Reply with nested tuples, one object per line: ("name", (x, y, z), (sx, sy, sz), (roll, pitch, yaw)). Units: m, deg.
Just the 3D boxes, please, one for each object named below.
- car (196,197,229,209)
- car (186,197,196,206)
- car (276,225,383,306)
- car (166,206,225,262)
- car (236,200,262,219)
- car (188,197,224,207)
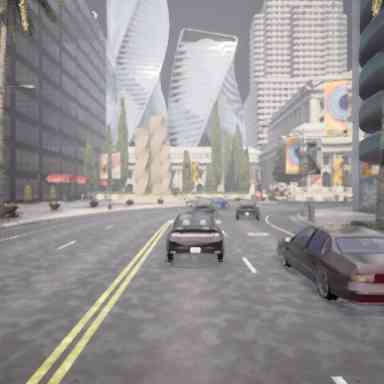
("car", (2.901, 1.413, 41.804), (1.882, 1.535, 5.008), (0, 0, 33))
("car", (1.065, 1.422, 45.292), (2.128, 1.511, 4.902), (0, 0, 35))
("car", (3.601, 1.534, 8.243), (2.033, 1.411, 5.357), (0, 0, 0))
("car", (0.101, 1.473, 12.099), (2.128, 1.511, 4.902), (0, 0, 0))
("car", (4.886, 1.461, 28.565), (1.837, 1.490, 4.892), (-1, 0, 13))
("car", (1.320, 1.461, 28.585), (1.837, 1.490, 4.892), (-1, 0, 12))
